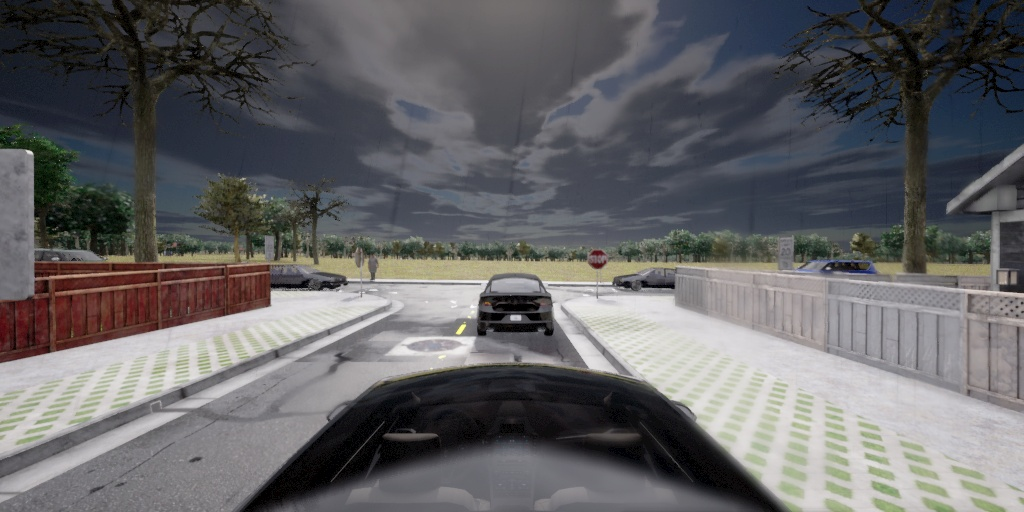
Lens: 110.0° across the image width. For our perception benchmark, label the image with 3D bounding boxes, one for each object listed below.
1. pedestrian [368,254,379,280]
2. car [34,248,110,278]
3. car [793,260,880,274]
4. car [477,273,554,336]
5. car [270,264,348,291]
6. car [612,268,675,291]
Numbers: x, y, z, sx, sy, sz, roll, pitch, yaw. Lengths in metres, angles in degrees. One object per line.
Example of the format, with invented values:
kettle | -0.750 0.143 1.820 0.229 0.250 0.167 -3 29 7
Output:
pedestrian | -9.750 0.748 25.152 0.375 1.860 0.375 0 -1 -1
car | -23.819 0.635 19.162 5.566 2.045 2.150 1 0 -1
car | 19.717 1.259 22.513 5.566 2.045 2.150 1 0 -1
car | 0.080 1.226 10.463 1.882 1.535 5.008 0 0 0
car | -11.798 1.147 19.269 5.357 1.411 2.033 1 0 -1
car | 9.113 1.435 22.413 5.357 1.411 2.033 1 0 -1
